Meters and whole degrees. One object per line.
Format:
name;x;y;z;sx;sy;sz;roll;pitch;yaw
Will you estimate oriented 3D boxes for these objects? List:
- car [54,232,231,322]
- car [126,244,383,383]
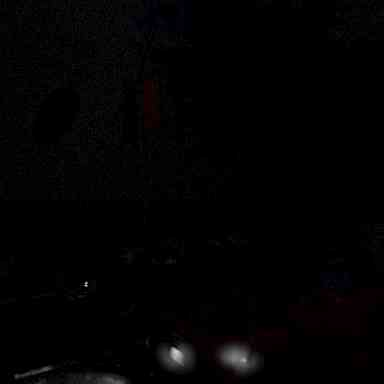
car;-0.435;1.620;7.368;4.718;1.301;1.895;0;0;-36
car;1.462;1.583;4.728;4.181;1.385;1.994;0;0;-36
